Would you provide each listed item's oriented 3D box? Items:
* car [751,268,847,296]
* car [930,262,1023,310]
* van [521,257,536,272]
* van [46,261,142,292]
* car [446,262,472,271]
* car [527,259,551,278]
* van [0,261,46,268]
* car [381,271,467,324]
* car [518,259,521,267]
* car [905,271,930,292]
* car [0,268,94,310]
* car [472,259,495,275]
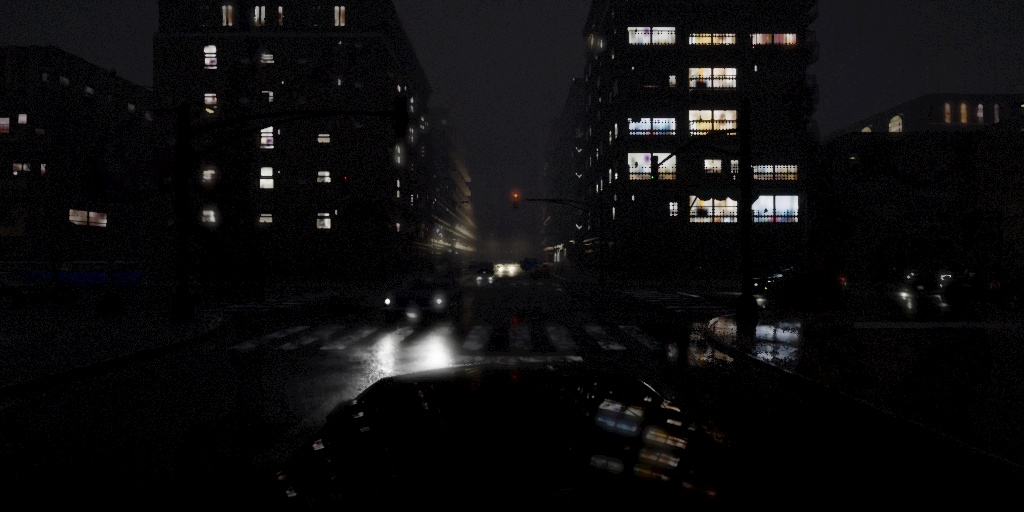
[{"bbox_3d":[14.688,1.304,18.634,4.181,1.385,1.994,0,-1,1],"label":"car"},{"bbox_3d":[18.663,1.103,13.157,4.097,1.591,1.967,0,0,1],"label":"car"},{"bbox_3d":[2.495,1.119,47.418,1.690,1.789,3.998,0,0,0],"label":"van"},{"bbox_3d":[-24.853,1.191,21.617,3.998,1.789,1.690,0,0,1],"label":"van"},{"bbox_3d":[-5.522,1.317,36.022,2.007,1.370,4.403,0,0,0],"label":"car"},{"bbox_3d":[2.623,1.290,33.585,1.751,1.417,4.829,0,0,0],"label":"car"},{"bbox_3d":[-30.447,1.201,21.691,3.998,1.789,1.690,0,0,1],"label":"van"},{"bbox_3d":[-2.773,1.354,12.204,1.895,1.301,4.718,0,0,0],"label":"car"},{"bbox_3d":[2.450,1.100,53.071,2.192,1.841,5.009,0,0,0],"label":"car"},{"bbox_3d":[23.387,1.074,18.520,4.553,1.767,2.097,0,-1,1],"label":"car"},{"bbox_3d":[-19.364,1.290,13.663,4.403,1.370,2.007,0,0,1],"label":"car"},{"bbox_3d":[-2.835,1.317,39.171,2.033,1.411,5.357,0,0,0],"label":"car"}]
